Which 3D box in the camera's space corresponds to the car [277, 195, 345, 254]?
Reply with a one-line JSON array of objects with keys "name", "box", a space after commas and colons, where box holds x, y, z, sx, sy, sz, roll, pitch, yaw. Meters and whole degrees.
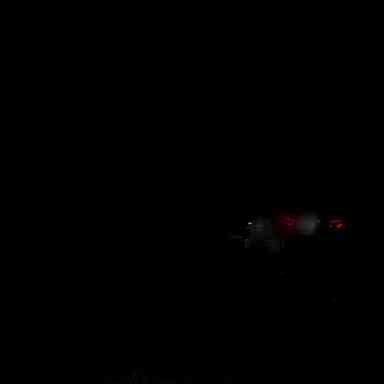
[{"name": "car", "box": [5.326, 1.301, 14.405, 2.150, 2.045, 5.566, 1, 0, 23]}]

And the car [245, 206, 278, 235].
[{"name": "car", "box": [4.523, 1.627, 19.740, 1.837, 1.490, 4.892, 1, 0, 23]}]
